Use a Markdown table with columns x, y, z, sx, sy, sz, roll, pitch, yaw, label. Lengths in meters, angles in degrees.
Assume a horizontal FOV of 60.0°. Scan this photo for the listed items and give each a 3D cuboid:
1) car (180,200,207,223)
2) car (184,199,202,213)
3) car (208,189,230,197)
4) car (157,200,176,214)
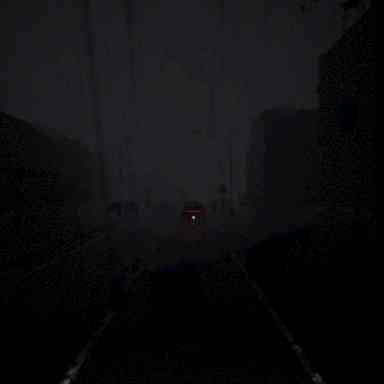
| x | y | z | sx | sy | sz | roll | pitch | yaw | label |
| --- | --- | --- | --- | --- | --- | --- | --- | --- | --- |
| 0.112 | 1.587 | 25.934 | 1.837 | 1.490 | 4.892 | 0 | -1 | 0 | car |
| 0.117 | 1.760 | 41.673 | 2.033 | 1.411 | 5.357 | 0 | 1 | 0 | car |
| 8.062 | 0.790 | 95.185 | 5.366 | 1.575 | 1.946 | 0 | 2 | -1 | car |
| -2.992 | 1.742 | 39.523 | 1.837 | 1.490 | 4.892 | 0 | -1 | 0 | car |
